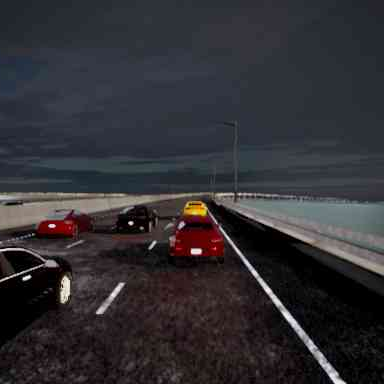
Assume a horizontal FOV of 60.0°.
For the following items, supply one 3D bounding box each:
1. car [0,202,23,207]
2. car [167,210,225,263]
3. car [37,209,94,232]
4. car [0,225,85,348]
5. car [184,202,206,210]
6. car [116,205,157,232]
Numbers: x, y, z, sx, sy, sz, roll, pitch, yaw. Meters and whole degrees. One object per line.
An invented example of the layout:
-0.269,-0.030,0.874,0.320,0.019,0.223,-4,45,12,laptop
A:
-17.399,1.654,31.563,1.812,1.442,4.674,0,0,1,car
0.126,1.577,11.996,1.812,1.442,4.674,0,0,0,car
-6.830,1.641,18.272,1.994,1.385,4.181,0,0,0,car
-3.390,1.526,5.030,1.837,1.490,4.892,0,0,0,car
0.279,1.600,30.162,1.882,1.535,5.008,0,0,1,car
-3.311,1.564,20.601,1.882,1.535,5.008,0,0,0,car
